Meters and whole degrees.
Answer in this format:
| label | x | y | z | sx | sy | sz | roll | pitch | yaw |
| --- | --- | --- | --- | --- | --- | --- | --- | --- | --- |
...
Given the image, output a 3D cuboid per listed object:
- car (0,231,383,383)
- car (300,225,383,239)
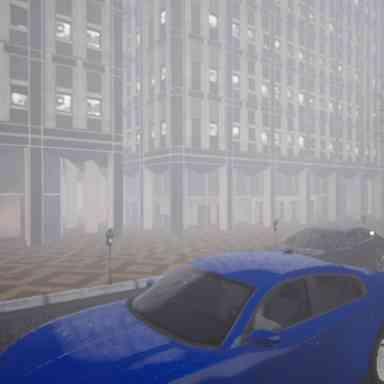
| label | x | y | z | sx | sy | sz | roll | pitch | yaw |
| --- | --- | --- | --- | --- | --- | --- | --- | --- | --- |
| car | 0.576 | 1.494 | 3.796 | 5.008 | 1.535 | 1.882 | 0 | 0 | -36 |
| car | 3.809 | 1.621 | 9.309 | 4.313 | 1.339 | 1.947 | 0 | -1 | -36 |
